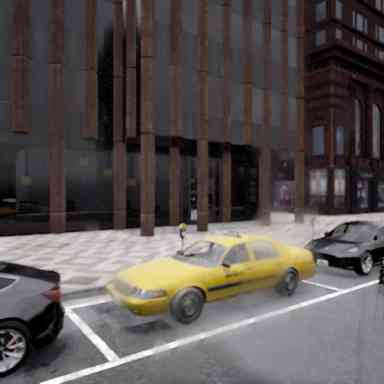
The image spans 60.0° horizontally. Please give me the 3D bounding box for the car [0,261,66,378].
[{"bbox_3d":[-3.782,1.563,3.952,4.313,1.339,1.947,0,0,-35],"label":"car"}]

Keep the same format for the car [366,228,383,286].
[{"bbox_3d":[6.222,1.591,7.810,4.181,1.385,1.994,0,0,-35],"label":"car"}]

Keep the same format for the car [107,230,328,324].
[{"bbox_3d":[0.670,1.538,7.125,4.829,1.417,1.752,0,0,-35],"label":"car"}]

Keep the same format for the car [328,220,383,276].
[{"bbox_3d":[5.398,1.595,10.494,4.313,1.339,1.947,0,0,-35],"label":"car"}]
